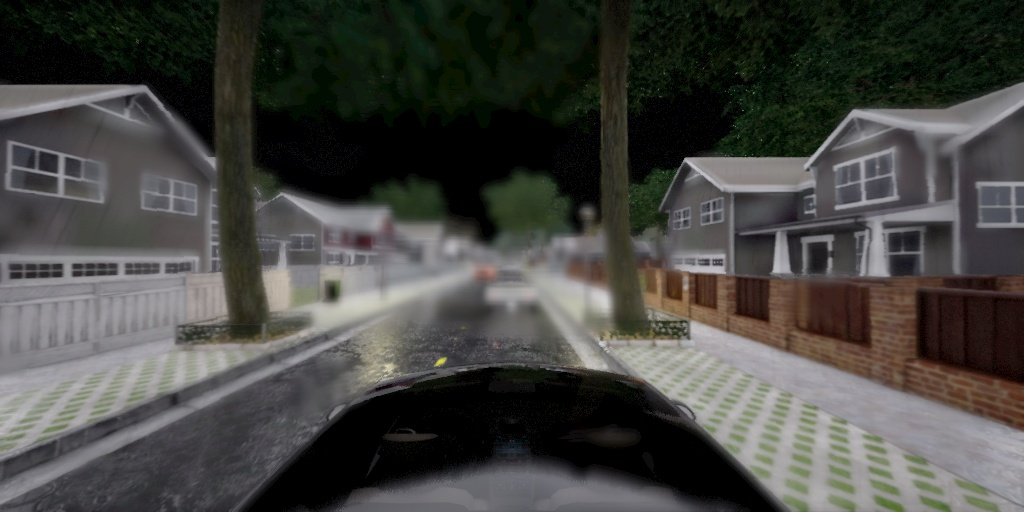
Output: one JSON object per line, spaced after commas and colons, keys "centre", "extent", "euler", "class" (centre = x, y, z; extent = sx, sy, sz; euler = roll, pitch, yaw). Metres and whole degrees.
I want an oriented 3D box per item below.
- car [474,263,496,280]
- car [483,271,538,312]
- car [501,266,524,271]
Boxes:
{"centre": [-2.768, 1.508, 37.534], "extent": [2.097, 1.767, 4.553], "euler": [0, -1, 0], "class": "car"}
{"centre": [0.020, 1.501, 15.090], "extent": [1.895, 1.301, 4.718], "euler": [0, -1, 0], "class": "car"}
{"centre": [0.026, 1.559, 30.961], "extent": [1.882, 1.535, 5.008], "euler": [0, -1, 0], "class": "car"}
